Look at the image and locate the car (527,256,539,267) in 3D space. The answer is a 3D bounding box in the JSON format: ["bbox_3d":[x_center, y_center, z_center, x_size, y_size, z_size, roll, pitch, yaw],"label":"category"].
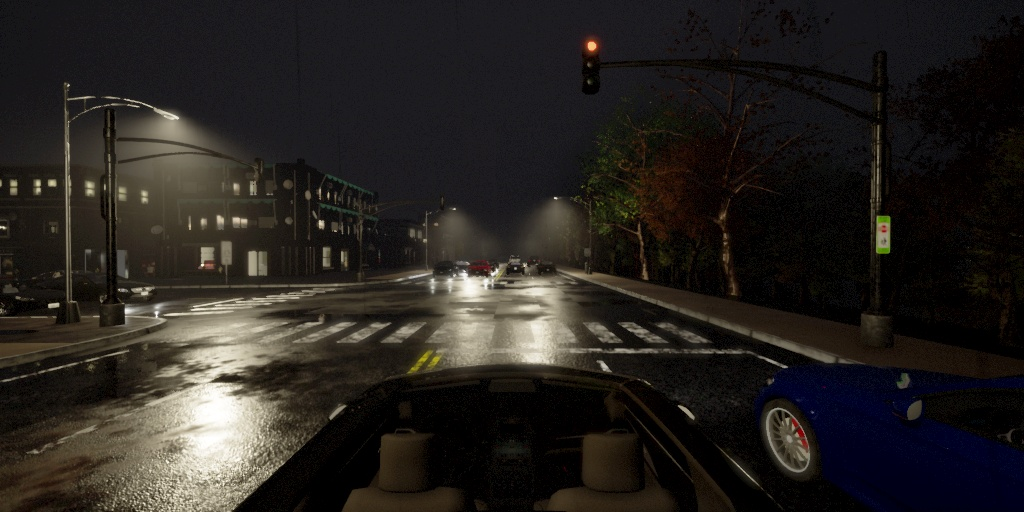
[{"bbox_3d":[3.829,0.948,64.046,2.150,2.045,5.566,0,0,0],"label":"car"}]

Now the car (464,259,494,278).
[{"bbox_3d":[-3.083,1.217,34.625,1.882,1.535,5.008,0,0,1],"label":"car"}]

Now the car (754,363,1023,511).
[{"bbox_3d":[3.355,1.276,1.682,1.812,1.442,4.674,0,0,1],"label":"car"}]

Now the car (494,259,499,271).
[{"bbox_3d":[-3.006,1.261,44.686,1.812,1.442,4.674,0,0,1],"label":"car"}]

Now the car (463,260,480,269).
[{"bbox_3d":[-6.172,1.332,55.102,1.895,1.301,4.718,0,0,1],"label":"car"}]

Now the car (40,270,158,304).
[{"bbox_3d":[-19.219,1.490,16.556,4.674,1.442,1.812,-1,1,2],"label":"car"}]

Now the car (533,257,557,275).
[{"bbox_3d":[3.631,1.215,38.455,1.882,1.535,5.008,0,0,0],"label":"car"}]

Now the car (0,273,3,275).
[{"bbox_3d":[-33.659,1.654,22.489,4.207,1.307,1.802,0,0,1],"label":"car"}]

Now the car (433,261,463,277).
[{"bbox_3d":[-6.340,1.217,34.782,1.882,1.535,5.008,0,0,1],"label":"car"}]

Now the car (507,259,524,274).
[{"bbox_3d":[0.400,1.301,40.819,1.994,1.385,4.181,0,0,0],"label":"car"}]

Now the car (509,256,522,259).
[{"bbox_3d":[0.586,0.947,64.868,2.150,2.045,5.566,0,0,0],"label":"car"}]

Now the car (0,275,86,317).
[{"bbox_3d":[-19.857,1.565,13.863,4.313,1.339,1.948,0,0,1],"label":"car"}]
